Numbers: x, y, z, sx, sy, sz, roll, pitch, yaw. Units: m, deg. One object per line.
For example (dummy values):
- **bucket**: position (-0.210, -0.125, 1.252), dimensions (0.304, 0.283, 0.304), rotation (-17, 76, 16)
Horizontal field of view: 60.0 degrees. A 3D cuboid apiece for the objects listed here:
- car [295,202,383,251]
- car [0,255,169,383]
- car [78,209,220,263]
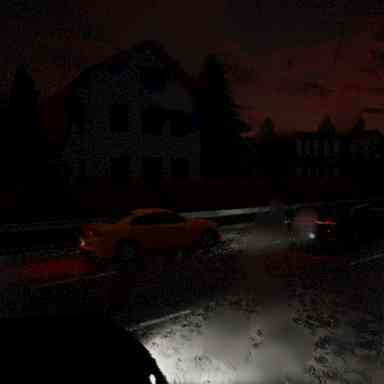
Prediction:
- **car**: position (5.829, 1.123, 12.196), dimensions (4.902, 1.511, 2.128), rotation (-2, 1, -35)
- **car**: position (-2.186, 1.582, 2.187), dimensions (4.181, 1.385, 1.994), rotation (-2, 1, -35)
- **car**: position (-1.280, 1.304, 11.428), dimensions (5.008, 1.535, 1.882), rotation (-2, 1, -35)
